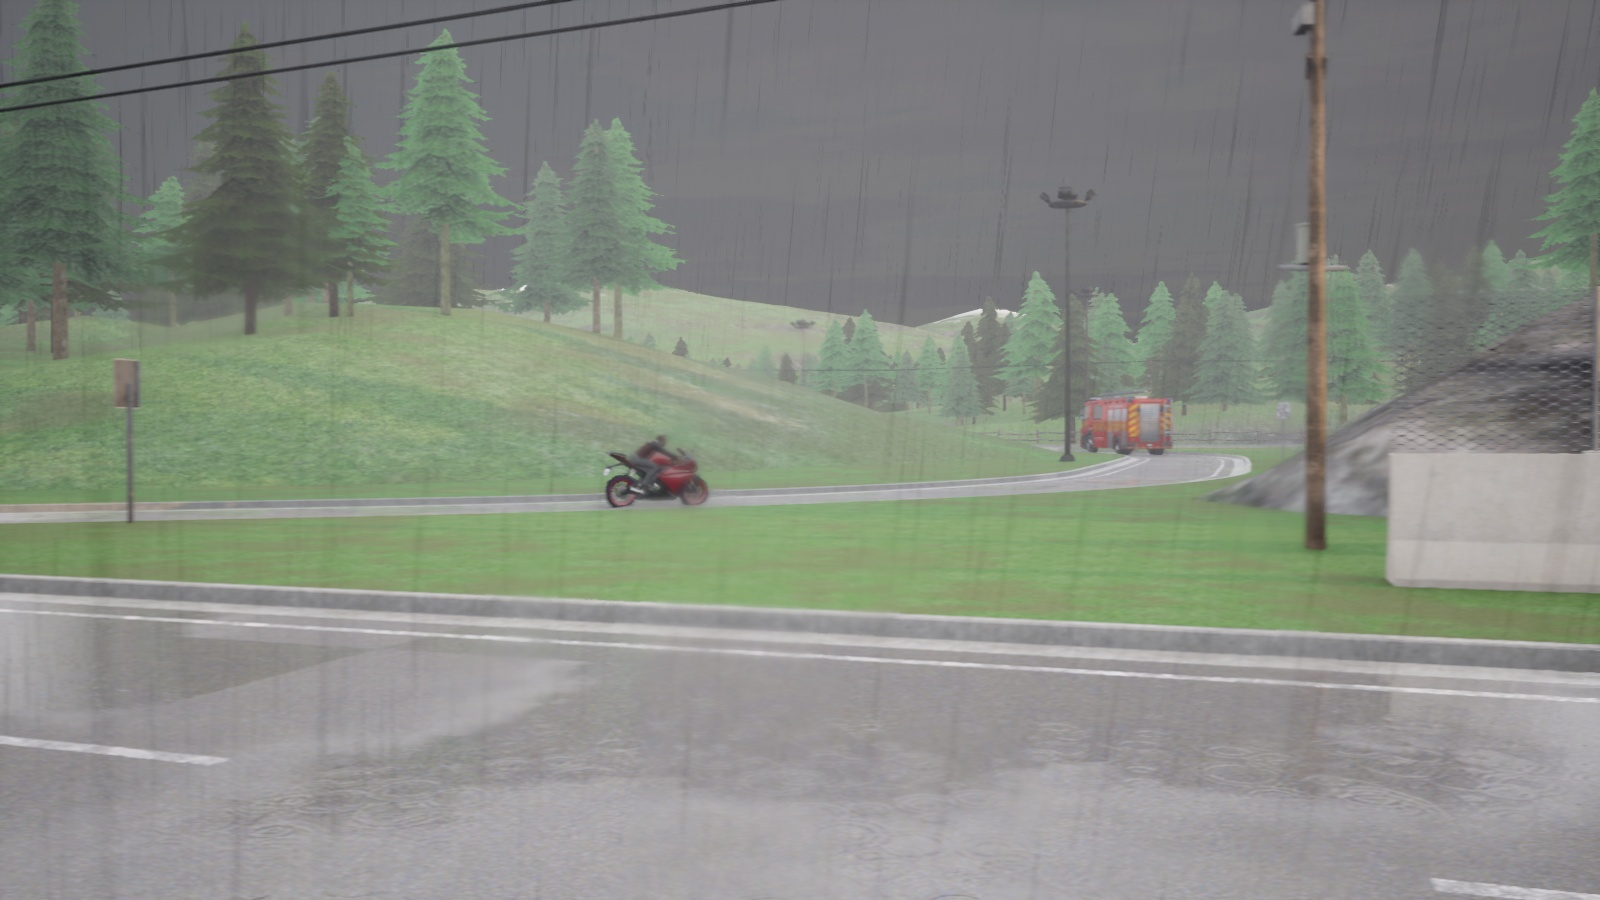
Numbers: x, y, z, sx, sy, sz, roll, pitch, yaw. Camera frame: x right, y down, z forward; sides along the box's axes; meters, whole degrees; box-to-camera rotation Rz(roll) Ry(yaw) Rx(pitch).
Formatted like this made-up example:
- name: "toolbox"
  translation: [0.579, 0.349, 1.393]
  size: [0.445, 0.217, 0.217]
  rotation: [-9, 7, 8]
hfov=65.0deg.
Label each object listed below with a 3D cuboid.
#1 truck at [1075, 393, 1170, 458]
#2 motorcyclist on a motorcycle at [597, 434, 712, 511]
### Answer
- name: "truck"
  translation: [19.879, -1.512, 77.965]
  size: [2.891, 3.827, 8.468]
  rotation: [0, 1, -6]
- name: "motorcyclist on a motorcycle"
  translation: [-3.005, 0.435, 25.912]
  size: [2.191, 1.530, 0.866]
  rotation: [0, 1, -25]
